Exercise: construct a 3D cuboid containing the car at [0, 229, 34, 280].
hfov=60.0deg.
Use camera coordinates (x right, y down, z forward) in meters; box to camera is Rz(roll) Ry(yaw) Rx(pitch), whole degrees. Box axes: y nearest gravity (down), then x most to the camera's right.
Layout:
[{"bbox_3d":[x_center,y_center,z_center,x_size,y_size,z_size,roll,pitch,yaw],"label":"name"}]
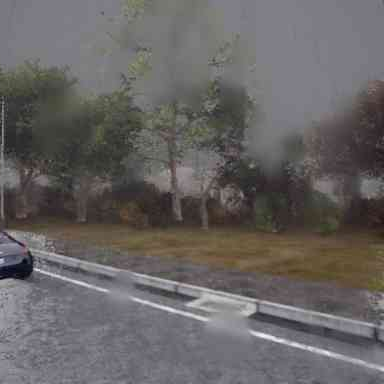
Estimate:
[{"bbox_3d":[-6.026,1.569,8.912,4.181,1.385,1.994,0,0,39],"label":"car"}]
